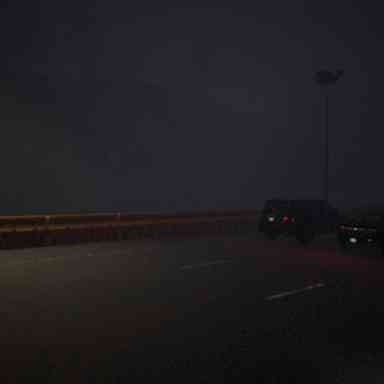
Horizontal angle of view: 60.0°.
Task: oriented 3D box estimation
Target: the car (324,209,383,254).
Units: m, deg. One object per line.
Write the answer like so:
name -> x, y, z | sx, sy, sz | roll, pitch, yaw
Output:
car -> 8.044, 1.627, 13.971 | 4.902, 1.511, 2.128 | 1, 0, -36

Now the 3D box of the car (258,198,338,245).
car -> 5.751, 1.348, 16.632 | 5.566, 2.045, 2.150 | 0, 0, -36
